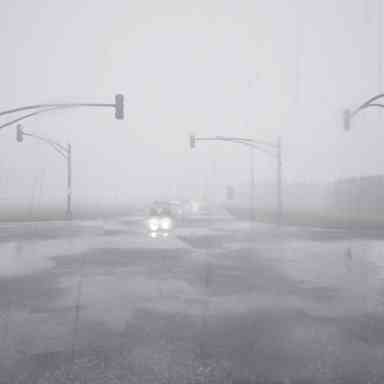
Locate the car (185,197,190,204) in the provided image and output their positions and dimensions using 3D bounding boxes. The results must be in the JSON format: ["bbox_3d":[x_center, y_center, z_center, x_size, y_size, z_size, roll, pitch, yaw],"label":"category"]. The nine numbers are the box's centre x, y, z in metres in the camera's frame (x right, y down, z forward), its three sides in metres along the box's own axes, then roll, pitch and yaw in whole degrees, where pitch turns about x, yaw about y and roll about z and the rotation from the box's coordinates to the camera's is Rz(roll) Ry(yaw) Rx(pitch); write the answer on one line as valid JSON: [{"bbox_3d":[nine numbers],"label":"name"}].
[{"bbox_3d":[-1.543,1.585,60.743,1.895,1.301,4.718,0,0,4],"label":"car"}]

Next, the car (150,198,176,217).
[{"bbox_3d":[-2.893,1.492,31.495,2.128,1.511,4.902,0,0,-1],"label":"car"}]

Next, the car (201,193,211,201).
[{"bbox_3d":[3.412,1.191,79.138,2.150,2.045,5.566,0,0,5],"label":"car"}]

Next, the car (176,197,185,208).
[{"bbox_3d":[-2.376,1.520,46.665,1.812,1.442,4.674,0,0,3],"label":"car"}]
